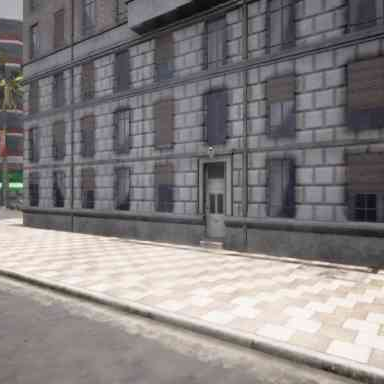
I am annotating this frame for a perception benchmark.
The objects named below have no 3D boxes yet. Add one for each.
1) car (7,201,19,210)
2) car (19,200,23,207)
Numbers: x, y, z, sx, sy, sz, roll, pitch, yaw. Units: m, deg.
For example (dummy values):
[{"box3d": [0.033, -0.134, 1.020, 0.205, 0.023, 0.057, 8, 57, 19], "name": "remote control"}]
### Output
[{"box3d": [-20.821, 1.564, 41.787, 1.994, 1.385, 4.181, 0, 0, 36], "name": "car"}, {"box3d": [-17.725, 1.526, 40.103, 1.812, 1.442, 4.674, 0, 0, 36], "name": "car"}]
